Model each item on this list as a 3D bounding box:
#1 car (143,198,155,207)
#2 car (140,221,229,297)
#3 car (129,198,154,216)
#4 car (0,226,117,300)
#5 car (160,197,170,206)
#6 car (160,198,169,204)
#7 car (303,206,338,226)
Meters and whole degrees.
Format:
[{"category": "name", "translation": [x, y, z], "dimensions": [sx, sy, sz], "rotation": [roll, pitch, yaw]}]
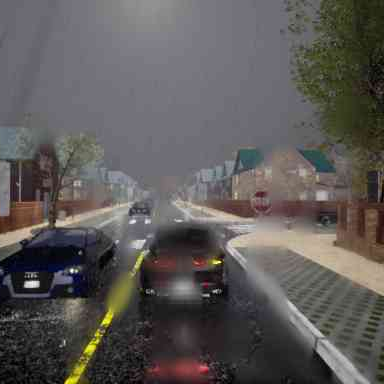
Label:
[{"category": "car", "translation": [-7.425, 1.773, 57.953], "dimensions": [1.812, 1.442, 4.674], "rotation": [0, -1, -5]}, {"category": "car", "translation": [-0.161, 1.515, 8.564], "dimensions": [1.837, 1.490, 4.892], "rotation": [0, 0, 0]}, {"category": "car", "translation": [-5.156, 1.642, 33.496], "dimensions": [1.994, 1.385, 4.181], "rotation": [0, 0, -4]}, {"category": "car", "translation": [-3.143, 1.571, 8.329], "dimensions": [1.994, 1.385, 4.181], "rotation": [0, 0, -3]}, {"category": "car", "translation": [-5.022, 1.794, 62.534], "dimensions": [1.837, 1.490, 4.892], "rotation": [0, 0, -5]}, {"category": "car", "translation": [-5.993, 1.883, 72.936], "dimensions": [1.895, 1.301, 4.718], "rotation": [0, -1, -5]}, {"category": "car", "translation": [10.166, 1.575, 22.770], "dimensions": [4.718, 1.301, 1.895], "rotation": [0, -1, -7]}]
